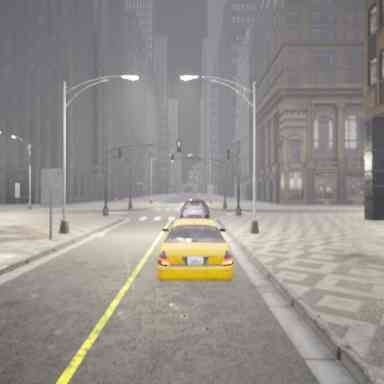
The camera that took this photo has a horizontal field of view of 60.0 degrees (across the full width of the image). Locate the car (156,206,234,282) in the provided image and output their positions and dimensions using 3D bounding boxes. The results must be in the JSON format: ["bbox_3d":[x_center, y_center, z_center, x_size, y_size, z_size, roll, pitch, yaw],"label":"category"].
[{"bbox_3d":[0.063,1.401,9.531,1.801,1.575,5.366,0,0,0],"label":"car"}]

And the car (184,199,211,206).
[{"bbox_3d":[0.338,1.306,24.552,2.033,1.649,4.856,0,0,5],"label":"car"}]
